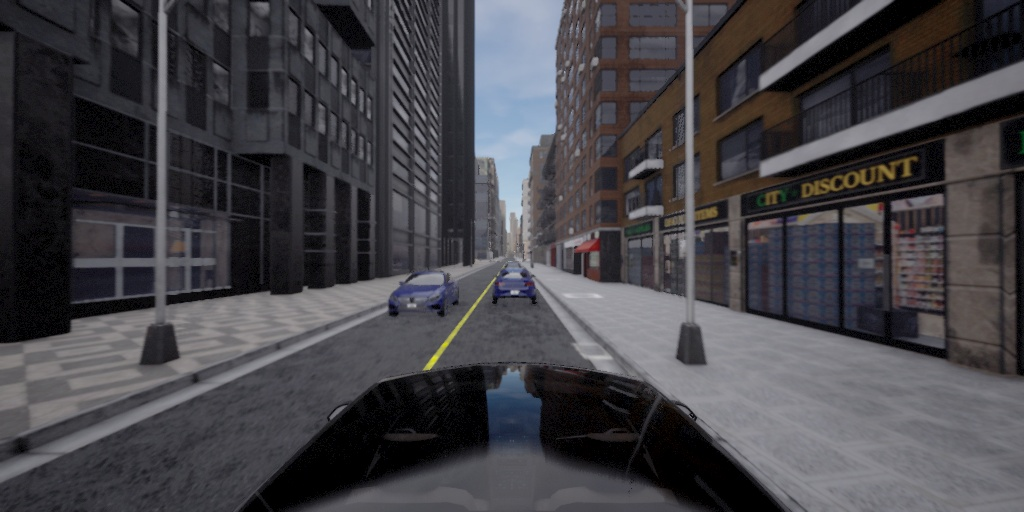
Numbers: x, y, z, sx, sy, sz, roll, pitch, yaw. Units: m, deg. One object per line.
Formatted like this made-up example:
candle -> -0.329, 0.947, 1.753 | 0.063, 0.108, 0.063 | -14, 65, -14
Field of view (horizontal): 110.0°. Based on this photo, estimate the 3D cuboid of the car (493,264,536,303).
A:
car -> 0.103, 1.272, 16.521 | 1.812, 1.442, 4.674 | 0, 0, 0

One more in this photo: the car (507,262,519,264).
car -> 0.107, 1.305, 35.431 | 1.994, 1.385, 4.181 | 0, 0, 0

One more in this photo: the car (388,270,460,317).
car -> -3.077, 1.273, 13.382 | 1.812, 1.442, 4.674 | 0, 0, 0
